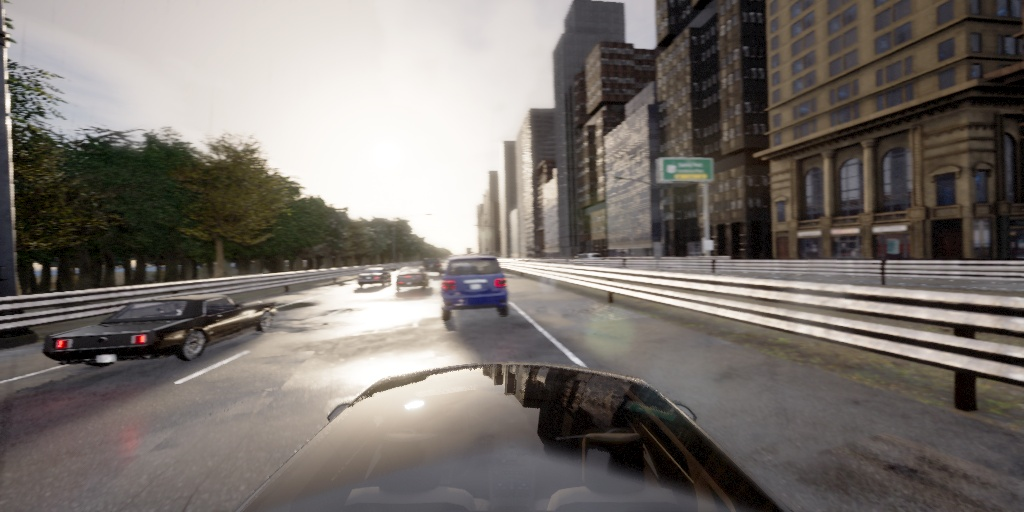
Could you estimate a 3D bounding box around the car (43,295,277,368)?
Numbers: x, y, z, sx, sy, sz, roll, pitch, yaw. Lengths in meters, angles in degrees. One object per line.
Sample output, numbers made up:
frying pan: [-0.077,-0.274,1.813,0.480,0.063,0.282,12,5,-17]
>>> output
car: [-7.876,1.627,8.869,1.895,1.301,4.718,-2,0,-8]

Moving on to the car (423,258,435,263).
car: [-9.172,1.276,41.744,2.150,2.045,5.566,-2,-1,-8]

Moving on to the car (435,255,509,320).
car: [-1.459,1.013,13.236,2.150,2.045,5.566,-2,0,-8]

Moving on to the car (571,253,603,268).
car: [10.049,0.709,49.329,2.150,2.045,5.566,-2,0,-27]

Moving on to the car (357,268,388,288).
car: [-10.738,1.665,28.380,2.033,1.411,5.357,-2,0,-8]

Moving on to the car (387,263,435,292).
car: [-6.558,1.459,23.957,2.128,1.511,4.902,-2,0,-8]
